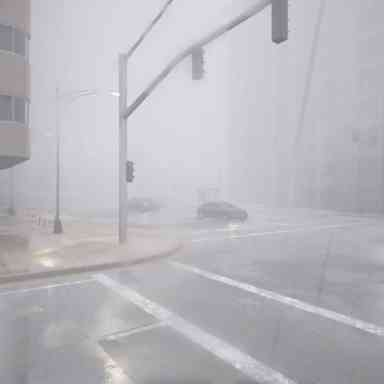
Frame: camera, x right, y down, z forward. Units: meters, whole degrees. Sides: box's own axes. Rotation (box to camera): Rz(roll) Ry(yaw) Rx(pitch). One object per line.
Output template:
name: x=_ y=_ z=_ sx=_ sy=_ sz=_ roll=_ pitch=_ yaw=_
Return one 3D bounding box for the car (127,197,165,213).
car: x=-5.302 y=1.352 z=36.475 sx=2.097 sy=1.767 sz=4.553 roll=0 pitch=0 yaw=-37

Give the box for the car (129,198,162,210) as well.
car: x=-6.205 y=1.547 z=43.963 sx=2.033 sy=1.411 sz=5.357 roll=0 pitch=0 yaw=-36

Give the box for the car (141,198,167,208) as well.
car: x=-5.688 y=1.562 z=49.184 sx=1.994 sy=1.385 sz=4.181 roll=0 pitch=0 yaw=-36

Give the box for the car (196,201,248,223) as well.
car: x=2.283 y=1.505 z=26.072 sx=1.837 sy=1.490 sz=4.892 roll=0 pitch=0 yaw=-36
